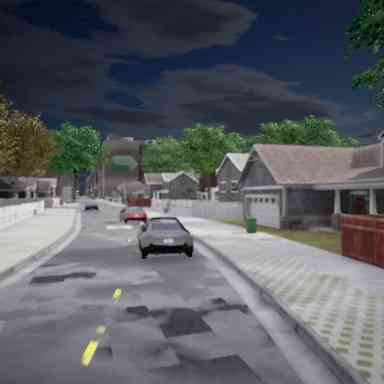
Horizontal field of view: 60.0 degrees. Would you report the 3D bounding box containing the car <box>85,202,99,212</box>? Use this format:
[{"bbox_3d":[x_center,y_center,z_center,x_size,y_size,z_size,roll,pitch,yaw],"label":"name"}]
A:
[{"bbox_3d":[-13.816,2.032,45.832,1.895,1.301,4.718,0,-1,-18],"label":"car"}]

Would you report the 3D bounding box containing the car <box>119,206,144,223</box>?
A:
[{"bbox_3d":[-5.070,1.837,28.431,1.994,1.385,4.181,0,0,-18],"label":"car"}]

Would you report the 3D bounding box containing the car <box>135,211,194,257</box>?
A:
[{"bbox_3d":[-1.175,1.698,13.599,1.994,1.385,4.181,0,0,-10],"label":"car"}]
